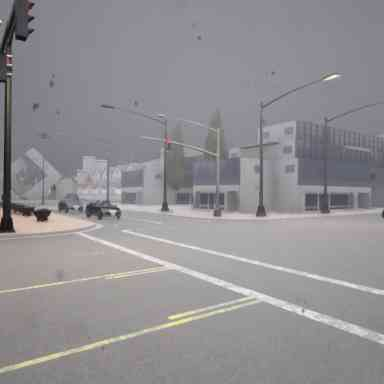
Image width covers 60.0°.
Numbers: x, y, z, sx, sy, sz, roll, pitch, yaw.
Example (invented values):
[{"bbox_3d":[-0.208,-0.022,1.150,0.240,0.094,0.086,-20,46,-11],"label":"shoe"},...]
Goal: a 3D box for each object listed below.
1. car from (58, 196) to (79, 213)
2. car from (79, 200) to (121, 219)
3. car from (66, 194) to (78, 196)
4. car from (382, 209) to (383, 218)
[{"bbox_3d":[-13.672,1.499,37.356,2.128,1.511,4.902,1,0,-35],"label":"car"},{"bbox_3d":[-7.771,1.501,28.881,2.128,1.511,4.902,1,0,-35],"label":"car"},{"bbox_3d":[-19.812,1.272,54.831,2.150,2.045,5.566,1,0,-21],"label":"car"},{"bbox_3d":[19.322,1.751,30.702,4.181,1.385,1.994,0,0,-36],"label":"car"}]
